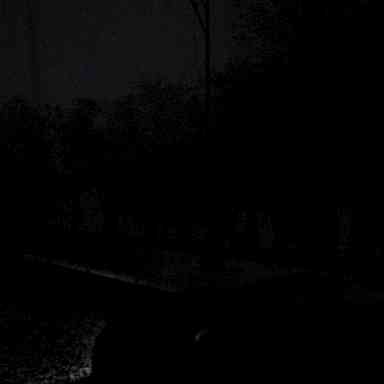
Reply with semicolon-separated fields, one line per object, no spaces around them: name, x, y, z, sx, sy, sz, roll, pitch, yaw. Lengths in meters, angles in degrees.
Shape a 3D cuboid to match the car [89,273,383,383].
car;0.900;1.538;3.182;4.181;1.385;1.994;-1;0;38
